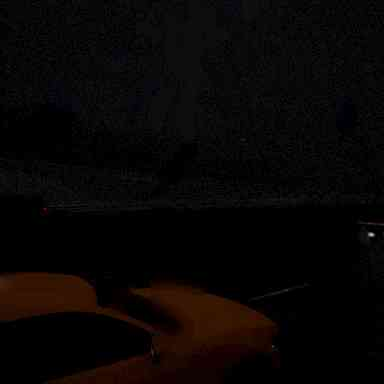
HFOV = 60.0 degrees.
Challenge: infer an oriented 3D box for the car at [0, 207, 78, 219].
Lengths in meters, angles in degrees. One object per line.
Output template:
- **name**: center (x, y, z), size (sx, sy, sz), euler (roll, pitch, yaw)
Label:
- **car**: center (-6.947, 1.607, 16.267), size (4.718, 1.301, 1.895), euler (0, 0, -36)

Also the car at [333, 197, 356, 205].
- **car**: center (21.286, 1.447, 45.467), size (5.008, 1.535, 1.882), euler (0, 0, -36)

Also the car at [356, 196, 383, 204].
- **car**: center (23.743, 1.321, 42.925), size (4.553, 1.767, 2.097), euler (0, 0, -36)

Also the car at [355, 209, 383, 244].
- **car**: center (9.129, 1.487, 14.729), size (4.902, 1.511, 2.128), euler (0, 0, -36)

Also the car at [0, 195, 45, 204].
- **car**: center (-12.117, 1.230, 21.169), size (5.566, 2.045, 2.150), euler (0, 0, -36)

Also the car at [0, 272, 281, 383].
- **car**: center (-1.353, 1.479, 2.810), size (5.008, 1.535, 1.882), euler (0, 0, -36)

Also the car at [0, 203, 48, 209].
- **car**: center (-10.184, 1.555, 18.244), size (5.357, 1.411, 2.033), euler (0, 0, -36)
